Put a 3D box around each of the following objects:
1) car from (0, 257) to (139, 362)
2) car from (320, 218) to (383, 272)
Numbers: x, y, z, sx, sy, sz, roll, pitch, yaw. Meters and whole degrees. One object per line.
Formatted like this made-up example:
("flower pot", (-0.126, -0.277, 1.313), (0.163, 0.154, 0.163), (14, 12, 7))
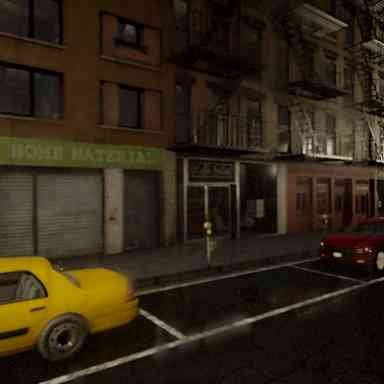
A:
("car", (-3.104, 1.525, 4.327), (4.829, 1.417, 1.752), (0, -1, -36))
("car", (5.982, 1.548, 10.814), (4.507, 1.381, 1.887), (0, -1, -36))
